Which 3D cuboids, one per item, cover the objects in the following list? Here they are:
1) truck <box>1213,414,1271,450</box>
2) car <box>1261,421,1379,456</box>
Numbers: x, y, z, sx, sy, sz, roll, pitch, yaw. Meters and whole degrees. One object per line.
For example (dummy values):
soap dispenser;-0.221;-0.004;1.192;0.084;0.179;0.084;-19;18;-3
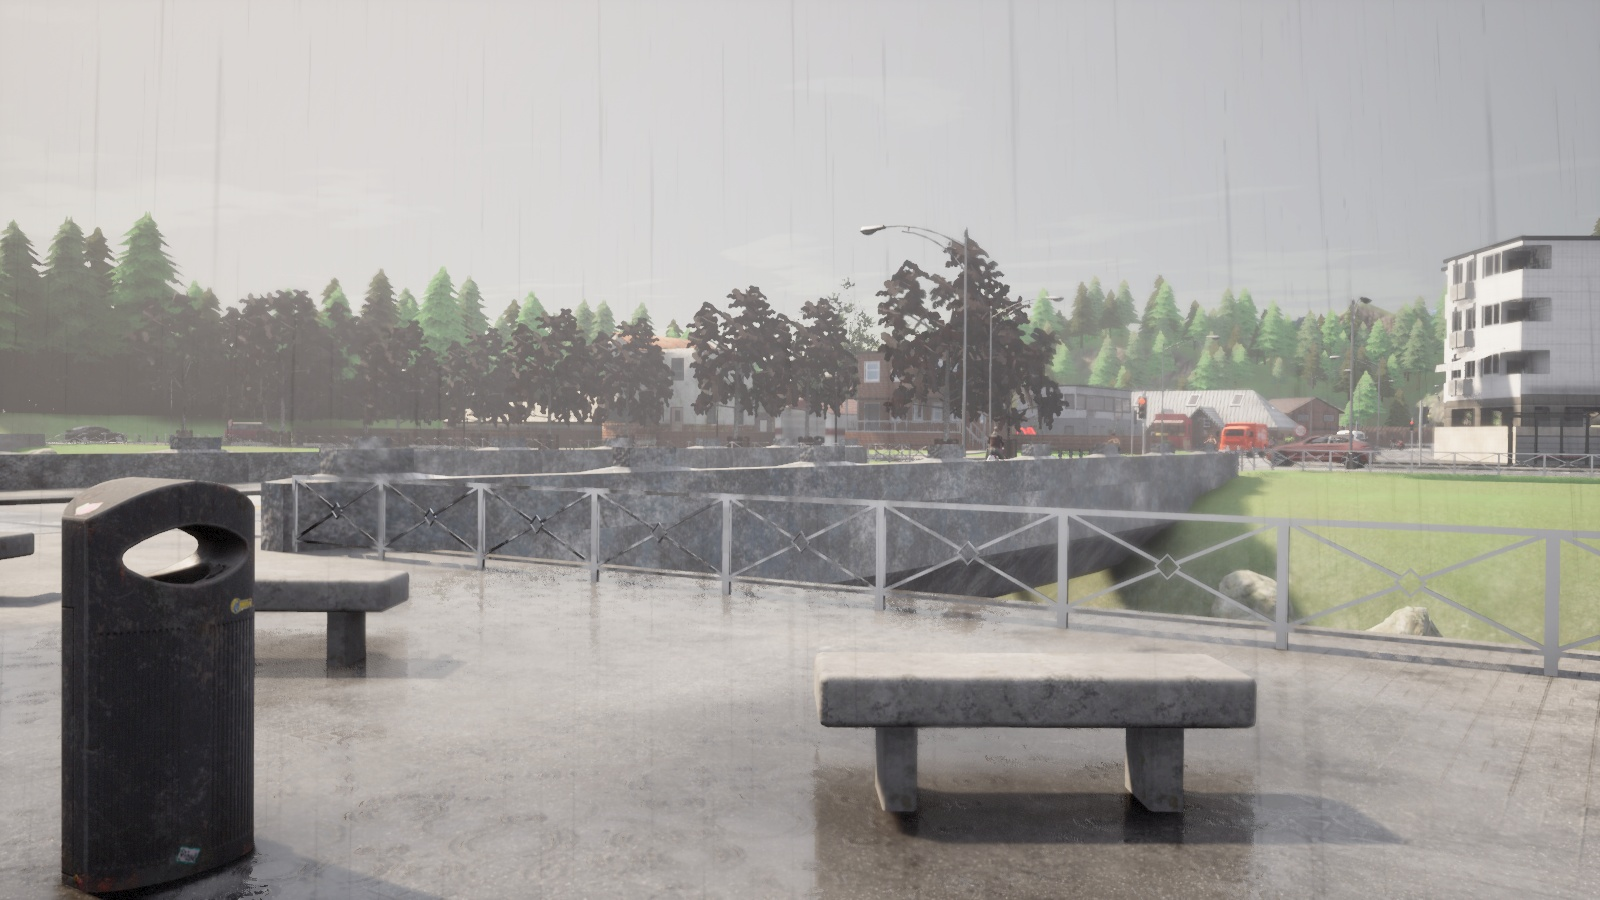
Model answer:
truck;31.226;-1.250;88.597;2.627;2.467;5.204;0;1;34
car;25.388;-0.559;61.387;5.027;1.651;2.152;0;1;32
